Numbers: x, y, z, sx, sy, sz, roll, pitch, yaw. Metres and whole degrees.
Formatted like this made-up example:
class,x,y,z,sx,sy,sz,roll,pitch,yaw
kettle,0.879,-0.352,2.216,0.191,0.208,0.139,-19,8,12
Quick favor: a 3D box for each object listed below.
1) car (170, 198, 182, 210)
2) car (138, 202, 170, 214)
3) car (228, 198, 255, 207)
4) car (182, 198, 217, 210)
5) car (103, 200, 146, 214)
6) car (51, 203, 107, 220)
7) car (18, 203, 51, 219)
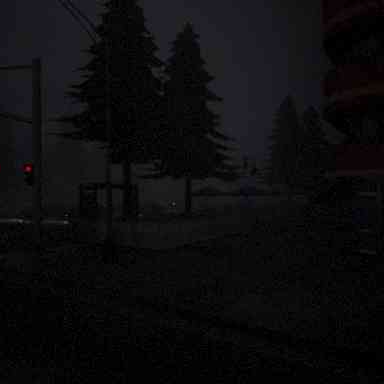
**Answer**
class,x,y,z,sx,sy,sz,roll,pitch,yaw
car,-1.644,1.621,47.835,4.553,1.767,2.097,0,-1,-44
car,-5.004,1.803,38.501,1.994,1.385,4.181,-1,0,38
car,8.175,1.705,55.396,5.008,1.535,1.882,0,-1,-29
car,1.356,1.581,45.916,4.553,1.767,2.097,0,-1,-44
car,-8.120,1.771,40.201,2.128,1.511,4.902,-1,0,37
car,-10.315,1.747,31.358,1.837,1.490,4.892,-1,0,36
car,-13.879,1.829,32.429,2.033,1.411,5.357,-1,0,36
